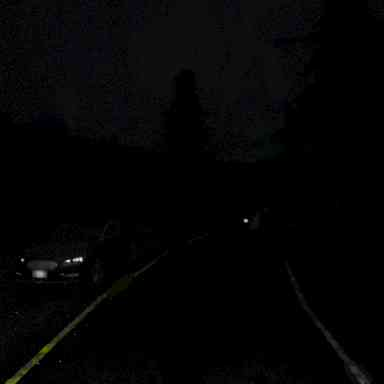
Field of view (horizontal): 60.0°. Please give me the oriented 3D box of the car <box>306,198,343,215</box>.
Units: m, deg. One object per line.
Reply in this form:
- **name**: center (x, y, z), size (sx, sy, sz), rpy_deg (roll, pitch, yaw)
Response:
- **car**: center (14.776, 1.534, 37.450), size (4.553, 1.767, 2.097), rpy_deg (0, 0, -45)

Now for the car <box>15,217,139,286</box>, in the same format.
- **car**: center (-2.975, 1.531, 9.640), size (2.128, 1.511, 4.902), rpy_deg (0, 0, 8)

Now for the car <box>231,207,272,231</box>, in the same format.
- **car**: center (3.899, 1.663, 21.458), size (1.994, 1.385, 4.181), rpy_deg (0, 0, 21)
